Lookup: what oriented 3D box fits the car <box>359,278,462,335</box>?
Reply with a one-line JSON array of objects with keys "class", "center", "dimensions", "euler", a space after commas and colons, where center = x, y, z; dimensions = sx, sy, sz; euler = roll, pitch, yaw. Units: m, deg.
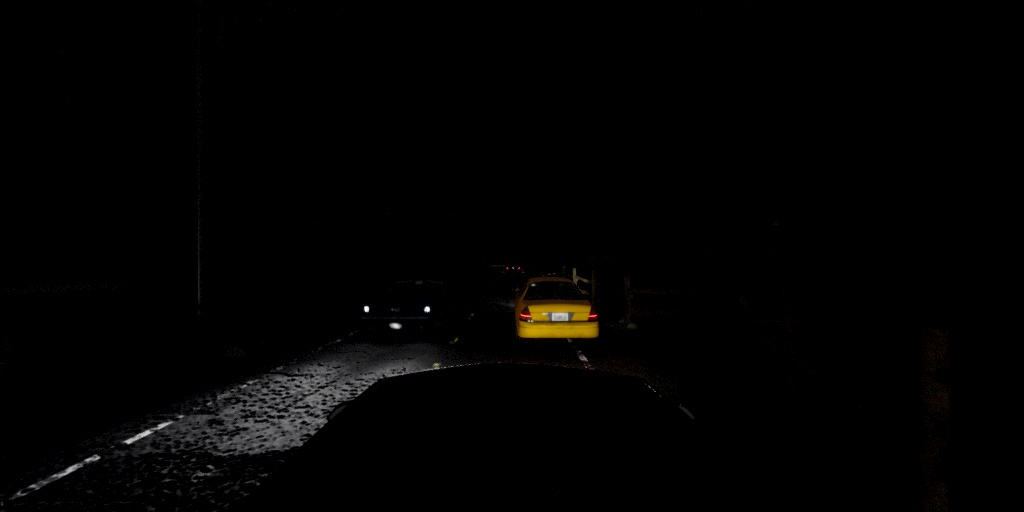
[{"class": "car", "center": [-2.738, 1.349, 10.676], "dimensions": [1.895, 1.301, 4.718], "euler": [0, 0, 0]}]

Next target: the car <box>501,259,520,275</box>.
[{"class": "car", "center": [0.131, 1.305, 39.692], "dimensions": [2.033, 1.411, 5.357], "euler": [0, 0, 0]}]

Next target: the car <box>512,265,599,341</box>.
[{"class": "car", "center": [0.973, 1.204, 9.805], "dimensions": [1.801, 1.575, 5.366], "euler": [0, 0, 0]}]
